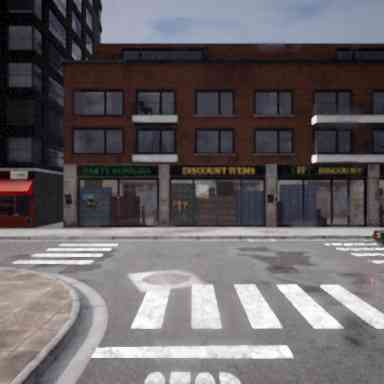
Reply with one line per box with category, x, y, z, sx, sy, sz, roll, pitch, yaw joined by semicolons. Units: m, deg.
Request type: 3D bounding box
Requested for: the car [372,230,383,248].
car;8.827;1.559;11.075;4.718;1.301;1.895;0;0;0
